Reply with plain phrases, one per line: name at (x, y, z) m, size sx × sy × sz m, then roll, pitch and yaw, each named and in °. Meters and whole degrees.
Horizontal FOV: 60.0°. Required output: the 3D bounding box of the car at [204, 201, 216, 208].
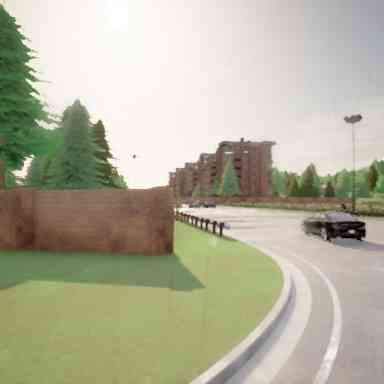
car at (3.938, 2.785, 75.574) m, size 2.097 × 1.767 × 4.553 m, roll 0°, pitch -1°, yaw -12°

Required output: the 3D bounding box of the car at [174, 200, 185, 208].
car at (-3.545, 2.933, 77.109) m, size 1.882 × 1.535 × 5.008 m, roll 0°, pitch -1°, yaw -12°

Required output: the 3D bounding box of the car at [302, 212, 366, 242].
car at (7.799, 1.838, 18.739) m, size 1.882 × 1.535 × 5.008 m, roll 0°, pitch -1°, yaw 0°

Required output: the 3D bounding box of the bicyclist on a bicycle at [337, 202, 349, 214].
bicyclist on a bicycle at (18.768, 2.093, 41.339) m, size 1.656 × 1.620 × 0.582 m, roll 0°, pitch -1°, yaw -12°

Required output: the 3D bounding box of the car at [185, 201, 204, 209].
car at (0.594, 2.947, 74.470) m, size 2.033 × 1.411 × 5.357 m, roll 0°, pitch -1°, yaw -12°
